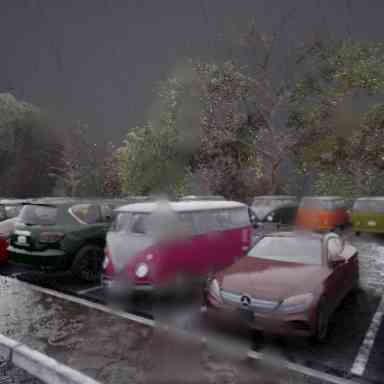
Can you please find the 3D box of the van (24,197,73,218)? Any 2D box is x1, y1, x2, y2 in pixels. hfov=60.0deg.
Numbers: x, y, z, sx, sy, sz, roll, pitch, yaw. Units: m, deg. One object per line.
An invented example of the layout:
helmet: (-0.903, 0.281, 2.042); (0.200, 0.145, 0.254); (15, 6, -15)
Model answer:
van: (-15.006, 1.530, 35.011); (1.878, 1.987, 4.442); (-1, -1, 35)

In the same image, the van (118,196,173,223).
van: (-3.703, 1.348, 27.007); (1.878, 1.987, 4.442); (-1, -1, 35)

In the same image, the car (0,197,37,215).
car: (-21.837, 1.621, 39.739); (2.435, 2.045, 5.566); (-1, -1, 35)

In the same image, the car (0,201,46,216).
car: (-19.697, 1.827, 37.964); (1.946, 1.575, 5.366); (-1, -1, 35)

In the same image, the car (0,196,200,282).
car: (-2.407, 1.198, 9.953); (2.435, 2.045, 5.566); (0, 0, 35)

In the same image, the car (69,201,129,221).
car: (-8.292, 1.647, 30.107); (2.097, 1.535, 5.008); (-1, -1, 35)

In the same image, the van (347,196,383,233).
van: (9.745, 1.237, 17.483); (1.878, 1.987, 4.442); (0, 0, 35)

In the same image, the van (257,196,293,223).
van: (5.082, 1.220, 20.499); (1.878, 1.987, 4.442); (0, 0, 35)

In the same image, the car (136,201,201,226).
car: (-1.613, 1.535, 25.158); (1.946, 1.575, 5.366); (-1, -1, 35)

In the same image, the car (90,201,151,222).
car: (-6.032, 1.612, 28.506); (2.231, 1.521, 4.892); (-1, -1, 35)

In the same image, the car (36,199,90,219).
car: (-12.831, 1.594, 33.289); (2.185, 1.767, 4.553); (-1, -1, 35)

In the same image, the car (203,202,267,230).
car: (3.016, 1.465, 22.112); (2.097, 1.535, 5.008); (-1, -1, 35)

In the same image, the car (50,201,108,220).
car: (-10.655, 1.685, 31.781); (2.097, 1.535, 5.008); (-1, -1, 35)

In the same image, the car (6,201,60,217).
car: (-17.336, 1.793, 36.510); (2.231, 1.521, 4.892); (-1, -1, 35)

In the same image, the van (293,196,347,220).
van: (7.586, 1.229, 19.012); (1.878, 1.987, 4.442); (0, 0, 35)

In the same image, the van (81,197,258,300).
van: (-0.226, 1.231, 8.231); (1.878, 1.987, 4.442); (0, 0, 35)

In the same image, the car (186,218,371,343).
car: (2.108, 1.506, 6.724); (2.002, 1.452, 4.674); (0, 0, 35)

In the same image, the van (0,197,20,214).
van: (-24.144, 1.701, 41.484); (1.878, 1.987, 4.442); (-1, -1, 35)
